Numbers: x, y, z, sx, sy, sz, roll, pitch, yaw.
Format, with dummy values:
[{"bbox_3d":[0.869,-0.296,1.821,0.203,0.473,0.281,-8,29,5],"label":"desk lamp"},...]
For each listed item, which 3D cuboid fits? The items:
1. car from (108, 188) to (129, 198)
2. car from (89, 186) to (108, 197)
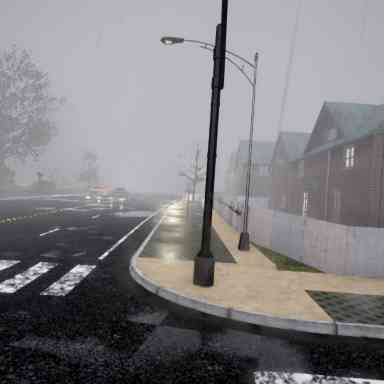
[{"bbox_3d":[-10.726,0.090,49.963,1.812,1.442,4.674,4,1,1],"label":"car"},{"bbox_3d":[-13.964,-0.179,50.058,1.882,1.535,5.008,4,1,1],"label":"car"}]
